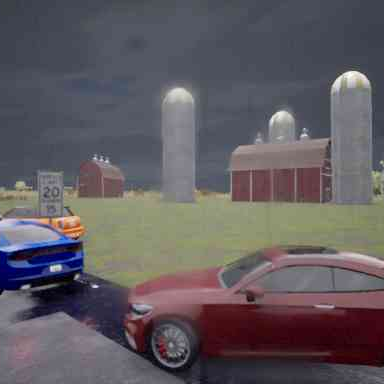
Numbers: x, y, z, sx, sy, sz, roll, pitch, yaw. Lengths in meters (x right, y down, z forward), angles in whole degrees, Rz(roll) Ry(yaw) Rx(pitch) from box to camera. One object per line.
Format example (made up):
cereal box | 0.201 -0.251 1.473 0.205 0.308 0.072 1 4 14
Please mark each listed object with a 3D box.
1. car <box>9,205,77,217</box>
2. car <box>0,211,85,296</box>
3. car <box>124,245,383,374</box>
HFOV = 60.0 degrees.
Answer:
car | -7.191 1.368 14.513 4.553 1.767 2.097 0 0 10
car | -4.799 1.480 8.697 5.008 1.535 1.882 0 0 40
car | 1.385 1.538 4.843 4.674 1.442 1.812 0 0 5
